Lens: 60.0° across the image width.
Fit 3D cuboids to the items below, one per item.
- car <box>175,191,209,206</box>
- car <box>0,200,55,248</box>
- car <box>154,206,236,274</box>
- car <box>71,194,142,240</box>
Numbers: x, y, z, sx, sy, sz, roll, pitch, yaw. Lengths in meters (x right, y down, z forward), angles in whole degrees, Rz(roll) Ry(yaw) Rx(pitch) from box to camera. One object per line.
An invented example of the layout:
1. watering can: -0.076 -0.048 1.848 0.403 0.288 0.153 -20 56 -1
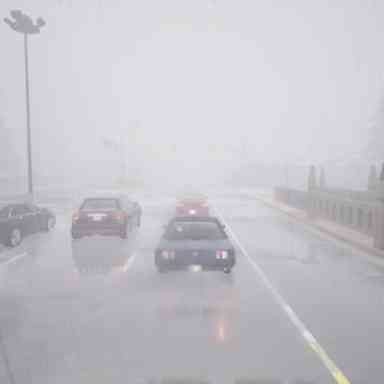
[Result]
1. car: 0.013 0.684 19.107 1.812 1.442 4.674 0 4 0
2. car: -6.955 1.086 12.768 1.837 1.490 4.892 0 3 0
3. car: 0.065 1.342 9.740 1.895 1.301 4.718 0 3 0
4. car: -3.462 0.840 14.227 2.097 1.767 4.553 0 4 0
